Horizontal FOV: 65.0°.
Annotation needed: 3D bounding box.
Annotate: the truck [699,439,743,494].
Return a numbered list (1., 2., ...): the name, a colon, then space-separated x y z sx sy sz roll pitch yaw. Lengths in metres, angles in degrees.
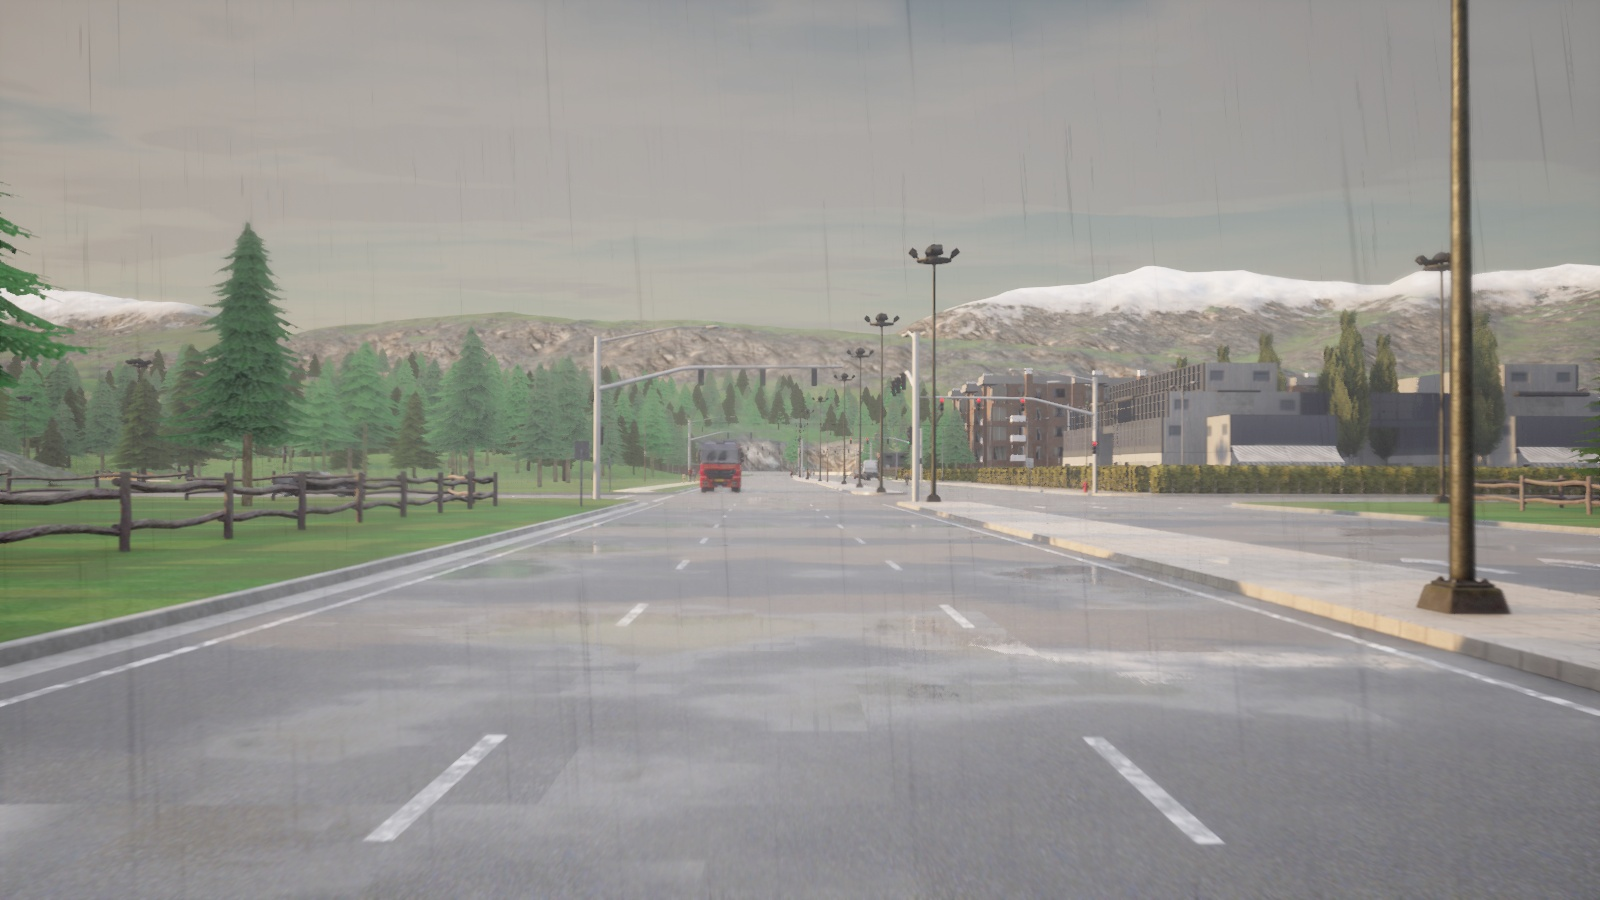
1. truck: -5.724 1.217 92.233 2.891 3.827 8.468 0 -1 -2

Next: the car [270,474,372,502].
1. car: -26.297 2.075 69.010 4.792 1.488 2.163 0 -1 -1
